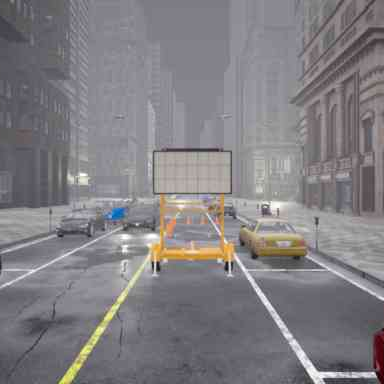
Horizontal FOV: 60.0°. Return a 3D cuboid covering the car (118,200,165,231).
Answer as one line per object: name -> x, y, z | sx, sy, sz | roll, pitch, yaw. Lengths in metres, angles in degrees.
car -> -2.973, 1.507, 20.464 | 1.837, 1.490, 4.892 | 0, 0, 0

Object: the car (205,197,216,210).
car -> 2.827, 1.588, 39.829 | 1.802, 1.307, 4.206 | 0, 0, 0

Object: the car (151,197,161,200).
car -> -5.713, 1.532, 45.213 | 1.752, 1.417, 4.829 | 0, 0, 0

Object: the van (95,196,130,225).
van -> -5.737, 1.344, 23.281 | 1.690, 1.788, 3.998 | 0, 0, 0

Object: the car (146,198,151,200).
car -> -5.725, 1.550, 34.331 | 1.887, 1.381, 4.507 | 0, 0, 0

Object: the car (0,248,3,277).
car -> -5.755, 1.441, 6.704 | 1.967, 1.590, 4.097 | 0, 0, 0

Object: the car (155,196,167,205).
car -> -5.695, 1.556, 61.959 | 1.887, 1.381, 4.507 | 0, 0, 0

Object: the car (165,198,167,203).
car -> -5.701, 1.554, 56.433 | 1.887, 1.381, 4.507 | 0, 0, 0

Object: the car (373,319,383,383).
car -> 2.771, 1.315, 1.155 | 2.192, 1.841, 5.009 | 0, 0, 0

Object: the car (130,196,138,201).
car -> -5.730, 1.319, 28.806 | 2.192, 1.841, 5.009 | 0, 0, 0

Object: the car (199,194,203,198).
car -> 2.860, 1.556, 61.929 | 1.887, 1.381, 4.507 | 0, 0, 0

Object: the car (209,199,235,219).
car -> 2.811, 1.555, 28.779 | 2.008, 1.369, 4.403 | 0, 0, 0

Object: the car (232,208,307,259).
car -> 2.787, 1.527, 12.375 | 1.752, 1.417, 4.829 | 0, 0, 0

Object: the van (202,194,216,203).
van -> 2.844, 1.349, 50.880 | 1.690, 1.788, 3.998 | 0, 0, 0

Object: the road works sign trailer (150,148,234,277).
road works sign trailer -> 0.013, 0.466, 10.246 | 2.380, 3.560, 2.880 | 0, 0, 0

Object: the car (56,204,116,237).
car -> -5.744, 1.553, 17.755 | 2.008, 1.369, 4.403 | 0, 0, 0
